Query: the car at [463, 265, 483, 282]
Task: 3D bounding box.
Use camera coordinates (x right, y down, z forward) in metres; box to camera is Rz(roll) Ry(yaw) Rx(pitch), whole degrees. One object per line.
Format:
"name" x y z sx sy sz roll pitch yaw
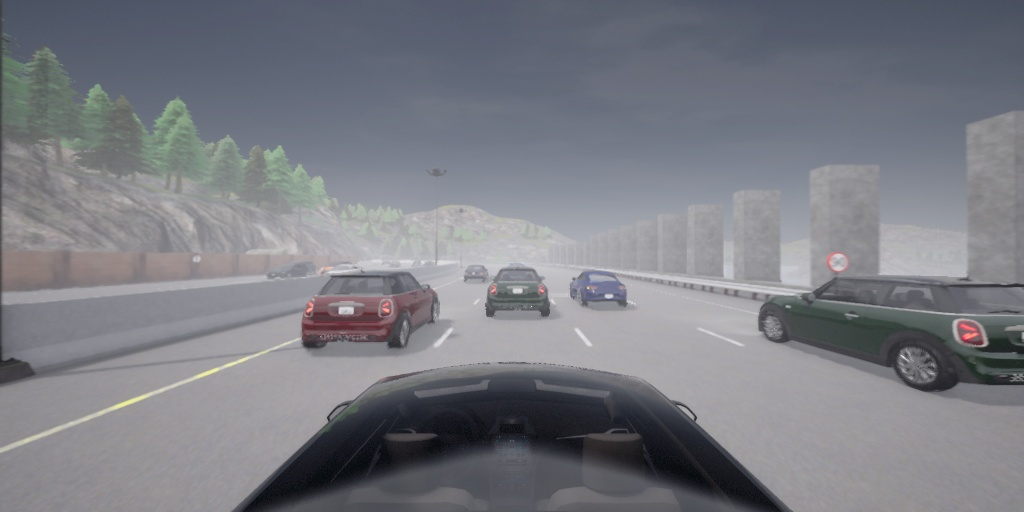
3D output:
"car" -3.115 1.489 31.604 2.033 1.411 5.357 0 0 0

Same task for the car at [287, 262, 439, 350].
"car" -3.340 1.146 9.392 2.097 1.767 4.553 0 0 1

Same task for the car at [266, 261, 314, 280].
"car" -20.816 1.429 33.695 1.837 1.490 4.892 0 -1 0

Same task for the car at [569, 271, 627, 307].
"car" 3.730 1.376 15.976 1.812 1.442 4.674 0 0 1

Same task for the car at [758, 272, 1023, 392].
"car" 7.136 1.149 7.014 2.097 1.767 4.553 0 0 0

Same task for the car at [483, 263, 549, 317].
"car" 0.208 1.181 13.820 2.097 1.767 4.553 0 0 1

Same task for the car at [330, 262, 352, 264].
"car" -13.830 1.435 29.829 1.812 1.442 4.674 0 -1 0
